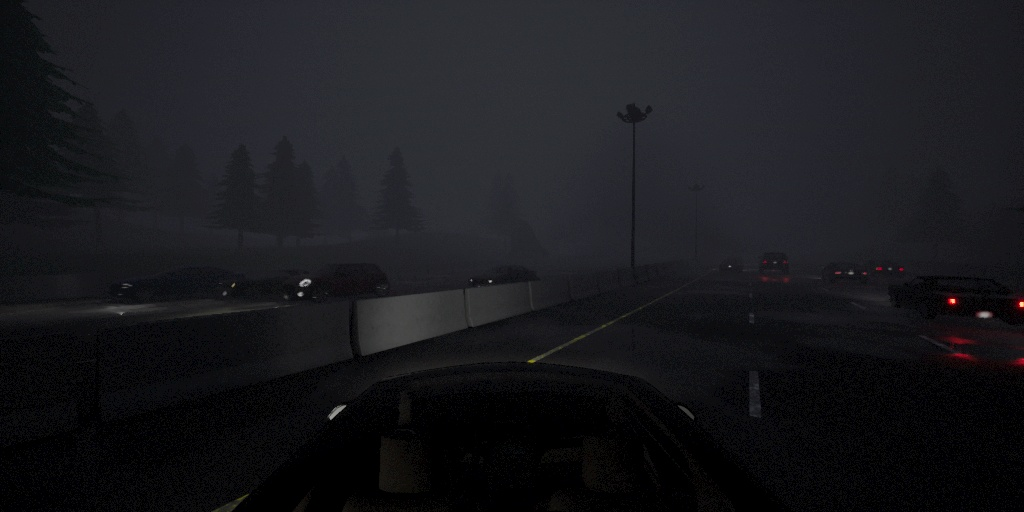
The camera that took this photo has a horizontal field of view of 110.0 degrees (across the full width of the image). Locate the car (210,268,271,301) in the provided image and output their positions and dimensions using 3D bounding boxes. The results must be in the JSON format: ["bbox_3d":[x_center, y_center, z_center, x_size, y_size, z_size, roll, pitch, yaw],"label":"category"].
[{"bbox_3d":[-11.440,1.334,17.656,1.895,1.301,4.718,0,0,34],"label":"car"}]

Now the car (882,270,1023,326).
[{"bbox_3d":[14.263,1.310,11.738,1.895,1.301,4.718,0,0,34],"label":"car"}]

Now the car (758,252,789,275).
[{"bbox_3d":[24.997,0.628,34.293,2.150,2.045,5.566,0,1,33],"label":"car"}]

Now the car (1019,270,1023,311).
[{"bbox_3d":[17.526,1.233,10.327,1.812,1.442,4.674,0,0,34],"label":"car"}]

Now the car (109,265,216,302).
[{"bbox_3d":[-15.810,1.212,17.396,1.882,1.535,5.008,0,0,33],"label":"car"}]

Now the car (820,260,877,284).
[{"bbox_3d":[23.004,1.097,24.933,2.033,1.411,5.357,0,1,34],"label":"car"}]

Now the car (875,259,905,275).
[{"bbox_3d":[30.057,0.984,29.256,2.033,1.411,5.357,0,1,33],"label":"car"}]

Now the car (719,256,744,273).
[{"bbox_3d":[22.462,0.956,36.809,1.994,1.385,4.181,0,1,34],"label":"car"}]

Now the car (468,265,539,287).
[{"bbox_3d":[-0.337,1.242,21.745,2.033,1.411,5.357,0,0,34],"label":"car"}]

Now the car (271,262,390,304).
[{"bbox_3d":[-7.996,1.085,16.517,2.097,1.767,4.553,0,0,34],"label":"car"}]
